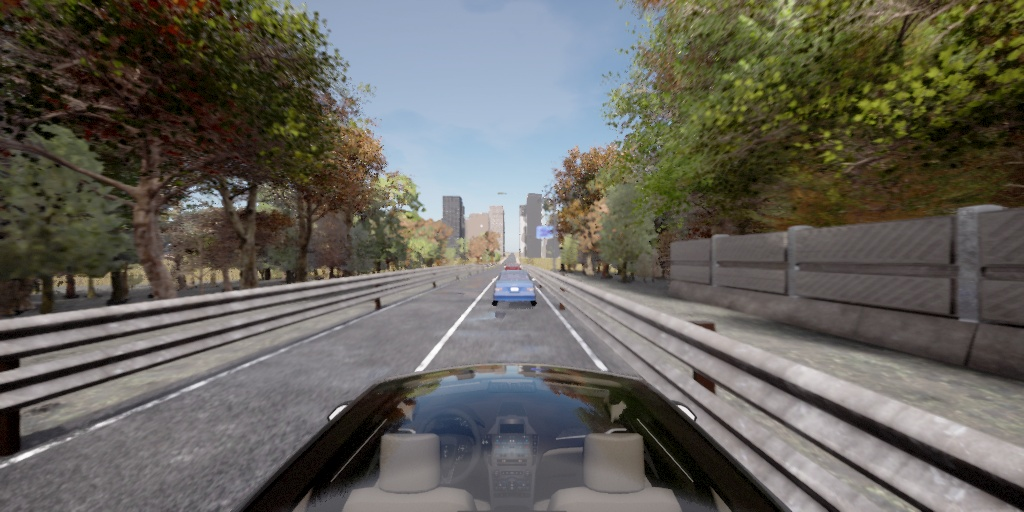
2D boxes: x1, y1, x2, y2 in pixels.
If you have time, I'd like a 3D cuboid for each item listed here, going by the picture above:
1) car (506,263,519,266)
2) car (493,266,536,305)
[{"bbox_3d":[0.101,1.586,41.854,1.882,1.535,5.008,0,-1,0],"label":"car"},{"bbox_3d":[0.097,1.352,16.355,2.033,1.411,5.357,0,0,0],"label":"car"}]
